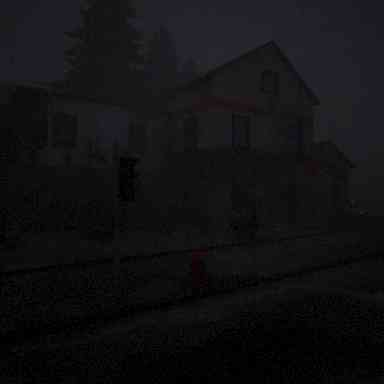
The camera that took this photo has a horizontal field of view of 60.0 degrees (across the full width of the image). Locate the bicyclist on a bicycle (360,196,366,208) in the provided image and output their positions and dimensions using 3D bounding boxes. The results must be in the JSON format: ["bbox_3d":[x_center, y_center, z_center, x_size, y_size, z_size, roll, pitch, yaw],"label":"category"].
[{"bbox_3d":[23.523,1.347,45.809,1.656,1.620,0.582,0,0,-36],"label":"bicyclist on a bicycle"}]
